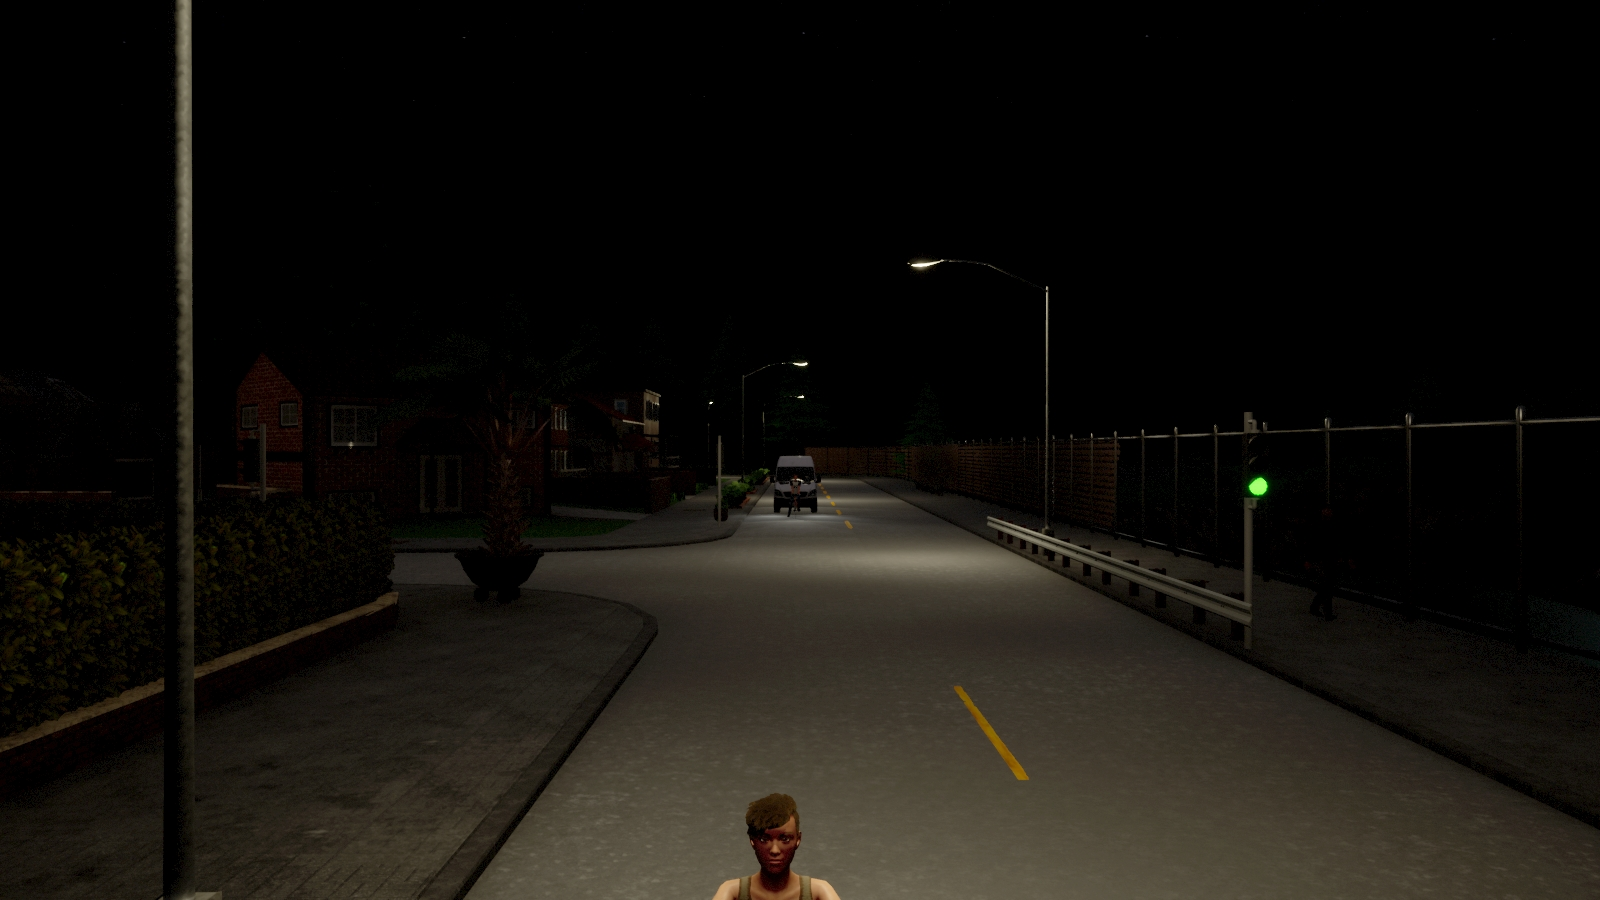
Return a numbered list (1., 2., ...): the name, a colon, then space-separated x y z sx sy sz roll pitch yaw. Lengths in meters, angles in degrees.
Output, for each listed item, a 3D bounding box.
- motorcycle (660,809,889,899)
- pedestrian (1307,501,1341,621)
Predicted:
1. motorcycle: -0.084 2.157 3.590 0.764 1.307 2.356 0 0 -1
2. pedestrian: 8.294 1.751 18.081 0.375 1.860 0.375 0 0 1
